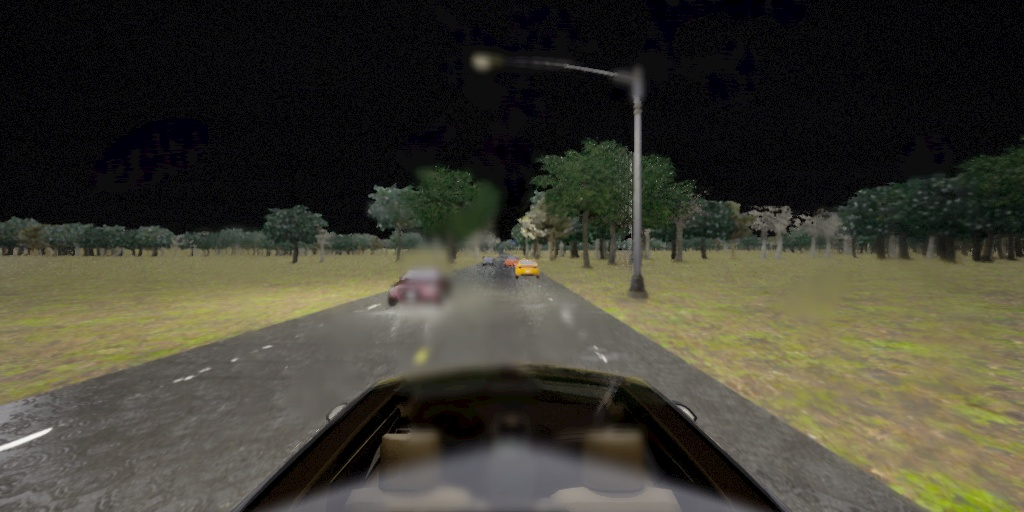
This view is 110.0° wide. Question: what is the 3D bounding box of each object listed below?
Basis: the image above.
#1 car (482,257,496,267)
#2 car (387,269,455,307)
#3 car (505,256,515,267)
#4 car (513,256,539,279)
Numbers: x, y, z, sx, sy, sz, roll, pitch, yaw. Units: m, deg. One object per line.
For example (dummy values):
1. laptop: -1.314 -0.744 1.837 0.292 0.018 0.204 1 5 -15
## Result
1. car: -3.545 0.864 55.403 1.837 1.490 4.892 0 1 1
2. car: -3.591 1.225 14.761 1.994 1.385 4.181 0 0 0
3. car: 0.009 0.735 53.016 2.097 1.767 4.553 0 0 0
4. car: 1.219 1.033 30.160 1.882 1.535 5.008 0 0 0
